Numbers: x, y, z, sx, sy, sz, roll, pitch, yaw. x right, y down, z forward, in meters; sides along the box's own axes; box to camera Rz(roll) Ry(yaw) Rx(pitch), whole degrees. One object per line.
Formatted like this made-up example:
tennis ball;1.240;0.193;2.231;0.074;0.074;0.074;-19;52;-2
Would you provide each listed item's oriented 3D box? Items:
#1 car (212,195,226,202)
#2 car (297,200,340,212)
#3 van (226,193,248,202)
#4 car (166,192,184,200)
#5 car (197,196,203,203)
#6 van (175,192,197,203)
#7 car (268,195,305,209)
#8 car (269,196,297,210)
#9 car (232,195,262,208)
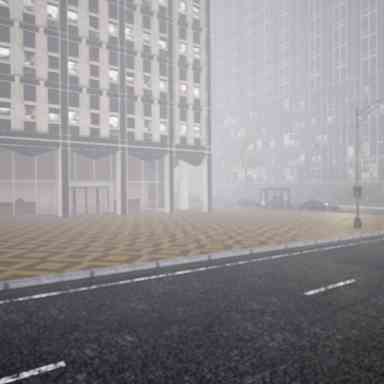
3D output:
car;5.564;1.284;66.531;1.802;1.307;4.206;0;1;-35
car;14.776;1.612;38.335;1.947;1.339;4.313;0;1;-35
van;8.805;1.095;61.860;1.690;1.788;3.998;0;1;-35
car;-4.158;0.860;80.537;2.192;1.841;5.009;0;1;-35
car;0.253;1.279;64.161;1.812;1.442;4.674;-1;1;-34
van;-1.320;1.133;61.752;1.690;1.788;3.998;0;1;-35
car;12.922;1.306;45.766;2.097;1.767;4.553;-1;1;-35
car;11.549;1.577;43.016;1.802;1.307;4.206;0;1;-35
car;8.357;1.510;47.718;1.947;1.339;4.313;0;1;-35
